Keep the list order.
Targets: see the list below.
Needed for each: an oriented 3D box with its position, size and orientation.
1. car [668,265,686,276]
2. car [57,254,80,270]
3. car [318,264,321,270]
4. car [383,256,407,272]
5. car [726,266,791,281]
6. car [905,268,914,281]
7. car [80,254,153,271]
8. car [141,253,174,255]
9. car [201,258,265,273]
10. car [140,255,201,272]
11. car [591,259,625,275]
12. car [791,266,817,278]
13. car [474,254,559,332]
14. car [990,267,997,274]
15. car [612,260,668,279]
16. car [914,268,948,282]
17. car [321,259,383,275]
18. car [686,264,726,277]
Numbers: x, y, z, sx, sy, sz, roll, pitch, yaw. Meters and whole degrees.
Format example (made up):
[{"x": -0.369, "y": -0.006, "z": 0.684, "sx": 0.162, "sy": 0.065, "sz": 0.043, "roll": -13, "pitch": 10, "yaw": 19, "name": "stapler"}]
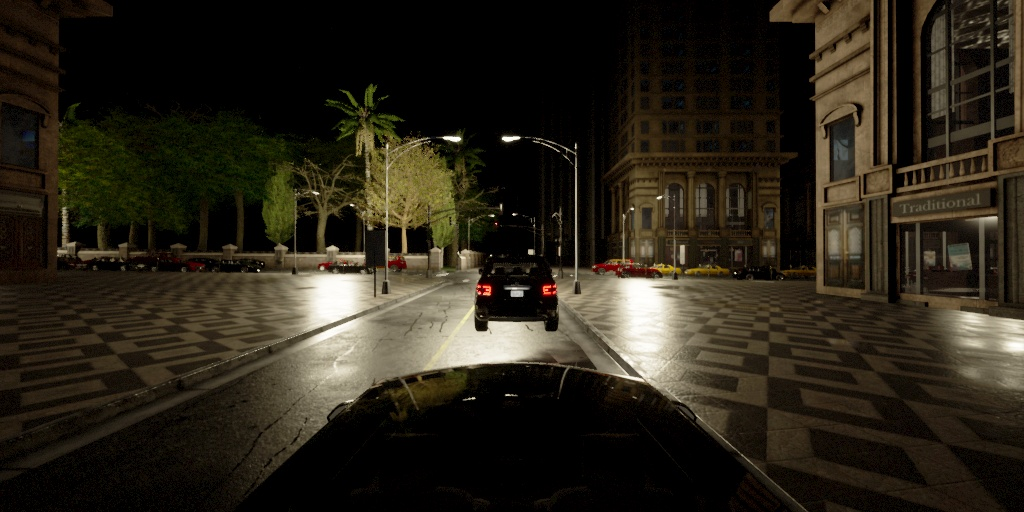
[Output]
[{"x": 17.276, "y": 1.595, "z": 42.038, "sx": 4.829, "sy": 1.417, "sz": 1.751, "roll": 0, "pitch": 0, "yaw": 0, "name": "car"}, {"x": -42.574, "y": 0.723, "z": 33.747, "sx": 4.207, "sy": 1.307, "sz": 1.802, "roll": 0, "pitch": 0, "yaw": 0, "name": "car"}, {"x": -20.457, "y": 1.074, "z": 42.186, "sx": 4.507, "sy": 1.381, "sz": 1.888, "roll": 0, "pitch": 0, "yaw": 0, "name": "car"}, {"x": -14.933, "y": 0.926, "z": 42.164, "sx": 5.009, "sy": 1.841, "sz": 2.192, "roll": 0, "pitch": 0, "yaw": 0, "name": "car"}, {"x": 22.962, "y": 1.659, "z": 33.490, "sx": 4.313, "sy": 1.339, "sz": 1.948, "roll": 0, "pitch": 0, "yaw": 0, "name": "car"}, {"x": 34.042, "y": 1.802, "z": 33.446, "sx": 4.313, "sy": 1.339, "sz": 1.948, "roll": 0, "pitch": 0, "yaw": 0, "name": "car"}, {"x": -37.051, "y": 0.779, "z": 33.725, "sx": 4.403, "sy": 1.370, "sz": 2.007, "roll": 0, "pitch": 0, "yaw": 0, "name": "car"}, {"x": -42.552, "y": 0.506, "z": 42.273, "sx": 5.009, "sy": 1.841, "sz": 2.192, "roll": 0, "pitch": 0, "yaw": 0, "name": "car"}, {"x": -26.002, "y": 0.963, "z": 33.682, "sx": 4.313, "sy": 1.339, "sz": 1.948, "roll": 0, "pitch": 0, "yaw": 0, "name": "car"}, {"x": -31.527, "y": 0.858, "z": 33.704, "sx": 4.507, "sy": 1.381, "sz": 1.888, "roll": 0, "pitch": 0, "yaw": 0, "name": "car"}, {"x": 11.906, "y": 1.309, "z": 42.059, "sx": 5.009, "sy": 1.841, "sz": 2.192, "roll": 0, "pitch": 0, "yaw": 0, "name": "car"}, {"x": 33.898, "y": 1.811, "z": 41.972, "sx": 4.829, "sy": 1.417, "sz": 1.751, "roll": 0, "pitch": 0, "yaw": 0, "name": "car"}, {"x": 0.111, "y": 0.973, "z": 11.037, "sx": 2.150, "sy": 2.045, "sz": 5.566, "roll": 0, "pitch": 0, "yaw": 0, "name": "car"}, {"x": 45.123, "y": 1.813, "z": 33.403, "sx": 4.097, "sy": 1.591, "sz": 1.967, "roll": 0, "pitch": 0, "yaw": 0, "name": "car"}, {"x": 11.882, "y": 1.384, "z": 33.533, "sx": 4.097, "sy": 1.591, "sz": 1.967, "roll": 0, "pitch": 0, "yaw": 0, "name": "car"}, {"x": 39.582, "y": 1.888, "z": 33.425, "sx": 4.207, "sy": 1.307, "sz": 1.802, "roll": 0, "pitch": 0, "yaw": 0, "name": "car"}, {"x": -14.955, "y": 1.112, "z": 33.639, "sx": 4.403, "sy": 1.370, "sz": 2.007, "roll": 0, "pitch": 0, "yaw": 0, "name": "car"}, {"x": 22.817, "y": 1.668, "z": 42.016, "sx": 4.829, "sy": 1.417, "sz": 1.751, "roll": 0, "pitch": 0, "yaw": 0, "name": "car"}]
